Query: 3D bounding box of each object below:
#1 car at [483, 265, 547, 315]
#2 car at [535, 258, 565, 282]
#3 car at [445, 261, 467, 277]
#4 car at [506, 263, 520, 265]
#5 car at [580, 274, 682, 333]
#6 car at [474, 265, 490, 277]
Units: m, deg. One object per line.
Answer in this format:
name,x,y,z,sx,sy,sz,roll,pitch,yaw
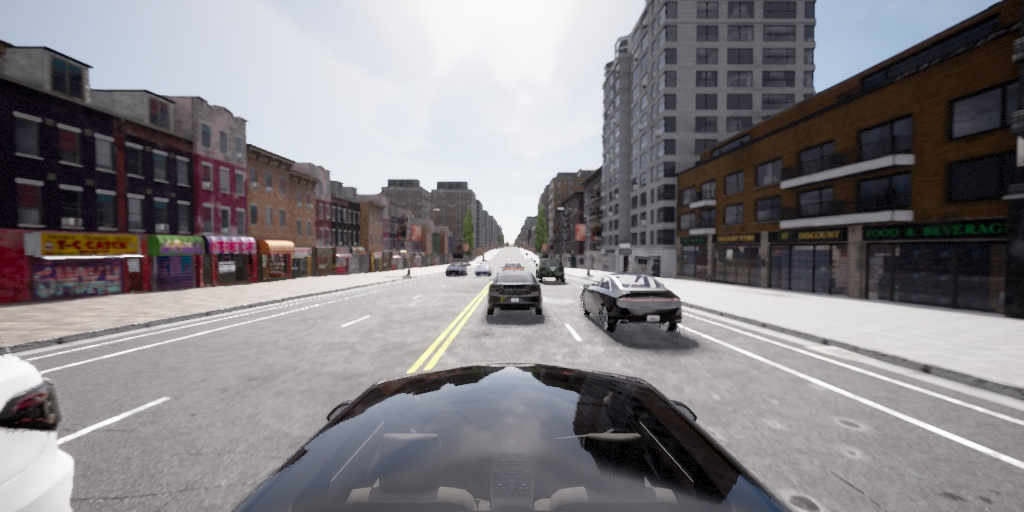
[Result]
car,0.097,1.288,14.028,1.882,1.535,5.008,0,0,0
car,3.345,1.248,32.074,2.150,2.045,5.566,0,-1,0
car,-6.589,1.527,42.713,2.097,1.767,4.553,0,-1,0
car,0.095,1.386,32.596,2.097,1.767,4.553,0,-1,0
car,3.348,1.279,10.919,2.128,1.511,4.902,0,0,0
car,-3.343,1.721,42.528,2.033,1.411,5.357,0,-1,0
